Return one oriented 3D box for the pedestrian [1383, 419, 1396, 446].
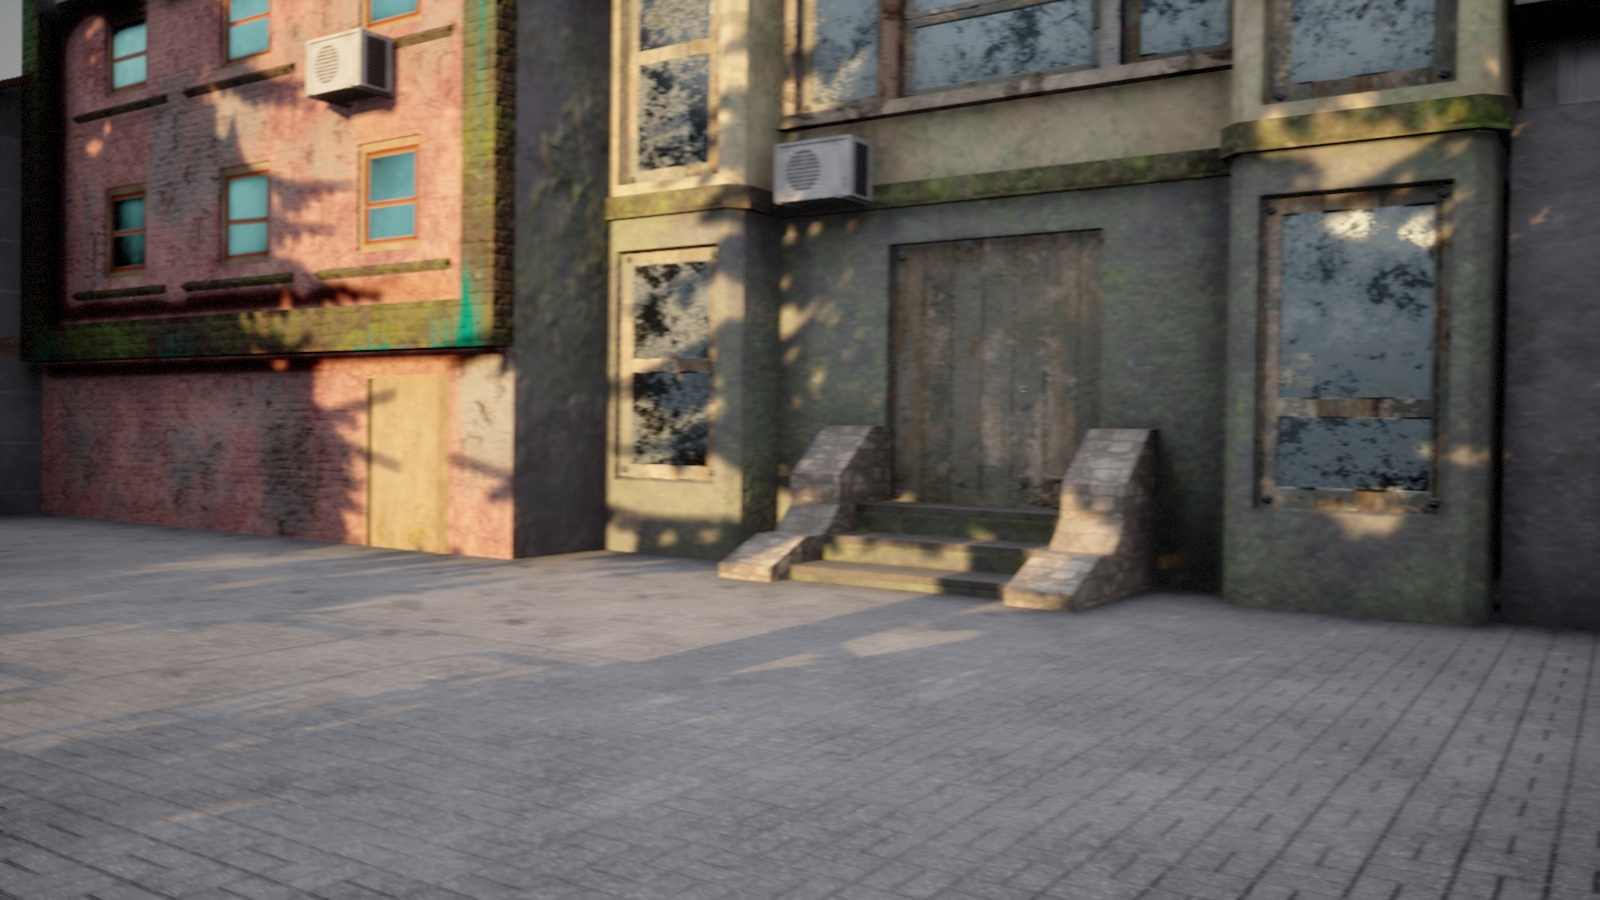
[{"bbox_3d":[41.063,-1.221,87.479,0.726,1.835,0.370,0,1,32],"label":"pedestrian"}]
